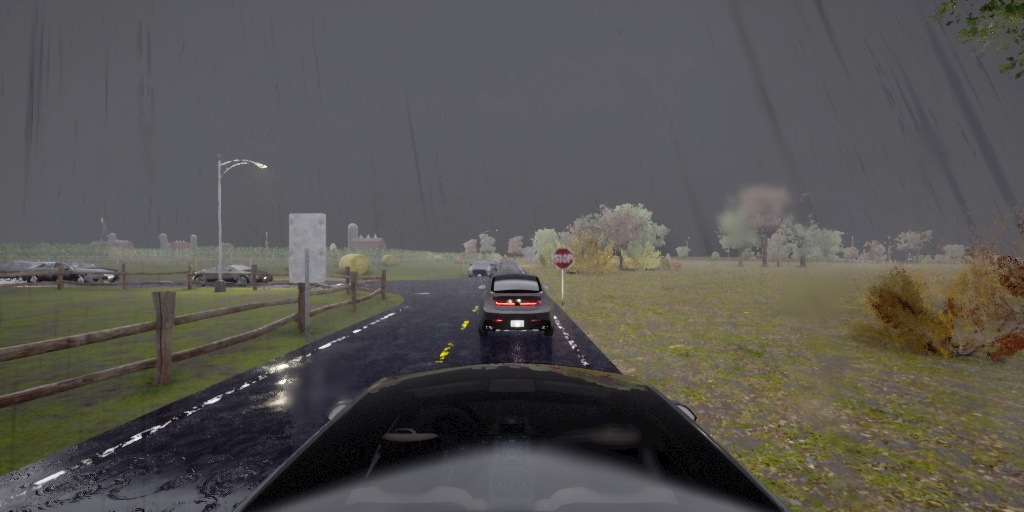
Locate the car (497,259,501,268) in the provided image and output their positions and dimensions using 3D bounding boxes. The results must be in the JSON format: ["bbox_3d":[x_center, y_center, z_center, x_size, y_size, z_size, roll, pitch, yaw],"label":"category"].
[{"bbox_3d":[-2.833,1.322,48.185,2.033,1.411,5.357,0,0,0],"label":"car"}]

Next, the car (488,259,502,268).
[{"bbox_3d":[-2.806,1.286,61.422,2.128,1.511,4.902,0,0,0],"label":"car"}]

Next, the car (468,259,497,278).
[{"bbox_3d":[-2.845,1.112,33.469,2.097,1.767,4.553,0,0,0],"label":"car"}]

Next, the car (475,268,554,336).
[{"bbox_3d":[0.068,1.254,10.383,1.837,1.490,4.892,0,0,-1],"label":"car"}]

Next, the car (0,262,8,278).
[{"bbox_3d":[-35.369,1.052,25.839,5.357,1.411,2.033,0,1,-1],"label":"car"}]

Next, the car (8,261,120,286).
[{"bbox_3d":[-28.167,1.077,22.962,4.902,1.511,2.128,0,1,-1],"label":"car"}]

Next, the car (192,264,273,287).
[{"bbox_3d":[-17.883,1.220,23.069,4.181,1.385,1.994,0,1,0],"label":"car"}]
